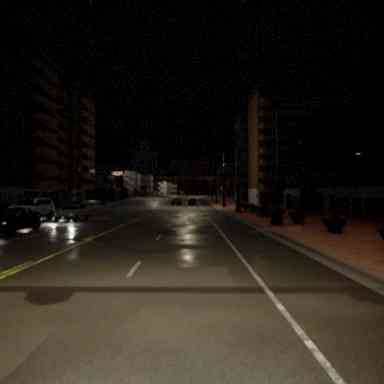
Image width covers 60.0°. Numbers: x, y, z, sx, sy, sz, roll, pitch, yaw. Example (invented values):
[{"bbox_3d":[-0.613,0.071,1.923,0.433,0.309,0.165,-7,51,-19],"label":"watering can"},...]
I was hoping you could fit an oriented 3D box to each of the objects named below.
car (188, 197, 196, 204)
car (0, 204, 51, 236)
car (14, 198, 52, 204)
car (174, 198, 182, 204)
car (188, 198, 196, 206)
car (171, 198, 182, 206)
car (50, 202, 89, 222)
[{"bbox_3d":[0.037,2.125,84.324,1.994,1.385,4.181,0,1,0],"label":"car"},{"bbox_3d":[-10.585,1.664,19.580,2.128,1.511,4.902,0,-1,0],"label":"car"},{"bbox_3d":[-14.060,1.527,29.292,2.150,2.045,5.566,0,-1,0],"label":"car"},{"bbox_3d":[-3.463,2.164,84.357,1.895,1.301,4.718,0,1,0],"label":"car"},{"bbox_3d":[0.032,2.302,74.296,2.128,1.511,4.902,0,1,0],"label":"car"},{"bbox_3d":[-3.468,2.129,74.266,2.097,1.767,4.553,0,1,0],"label":"car"},{"bbox_3d":[-10.565,1.838,29.553,1.812,1.442,4.674,0,-1,0],"label":"car"}]
